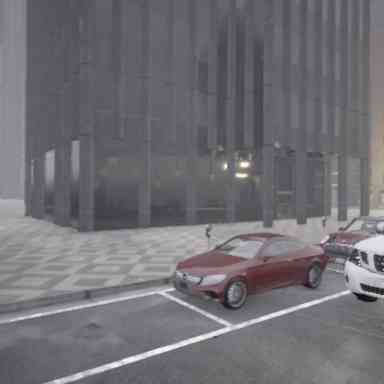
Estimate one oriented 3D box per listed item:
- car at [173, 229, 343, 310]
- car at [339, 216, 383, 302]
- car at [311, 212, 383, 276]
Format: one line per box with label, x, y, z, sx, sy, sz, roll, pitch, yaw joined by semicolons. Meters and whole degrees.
car;1.535;1.653;7.906;4.206;1.307;1.802;1;-1;-36
car;5.726;1.319;7.417;5.566;2.045;2.150;1;-1;-36
car;6.101;1.568;11.221;4.097;1.590;1.967;1;-1;-36
